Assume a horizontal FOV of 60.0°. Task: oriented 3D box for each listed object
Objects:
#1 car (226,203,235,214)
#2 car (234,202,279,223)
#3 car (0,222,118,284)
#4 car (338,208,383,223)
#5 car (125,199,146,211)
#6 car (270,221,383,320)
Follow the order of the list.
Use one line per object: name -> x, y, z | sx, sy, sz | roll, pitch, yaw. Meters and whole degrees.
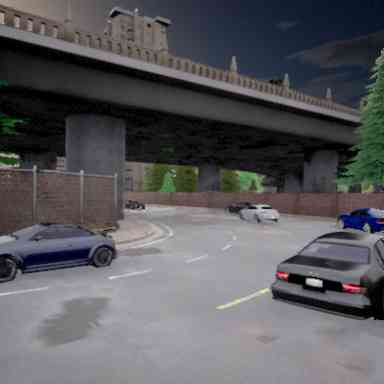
car -> 5.649, 1.860, 37.713 | 1.837, 1.490, 4.892 | 1, 0, -26
car -> 5.714, 1.808, 28.596 | 1.812, 1.442, 4.674 | 1, -1, -18
car -> -4.318, 1.595, 9.740 | 4.181, 1.385, 1.994 | 1, 0, -41
car -> 10.967, 1.752, 20.685 | 1.882, 1.535, 5.008 | 1, 0, -3
car -> -8.183, 1.783, 46.440 | 1.837, 1.490, 4.892 | 1, 0, -35
car -> 3.745, 1.645, 7.647 | 2.033, 1.411, 5.357 | 0, -1, 41
